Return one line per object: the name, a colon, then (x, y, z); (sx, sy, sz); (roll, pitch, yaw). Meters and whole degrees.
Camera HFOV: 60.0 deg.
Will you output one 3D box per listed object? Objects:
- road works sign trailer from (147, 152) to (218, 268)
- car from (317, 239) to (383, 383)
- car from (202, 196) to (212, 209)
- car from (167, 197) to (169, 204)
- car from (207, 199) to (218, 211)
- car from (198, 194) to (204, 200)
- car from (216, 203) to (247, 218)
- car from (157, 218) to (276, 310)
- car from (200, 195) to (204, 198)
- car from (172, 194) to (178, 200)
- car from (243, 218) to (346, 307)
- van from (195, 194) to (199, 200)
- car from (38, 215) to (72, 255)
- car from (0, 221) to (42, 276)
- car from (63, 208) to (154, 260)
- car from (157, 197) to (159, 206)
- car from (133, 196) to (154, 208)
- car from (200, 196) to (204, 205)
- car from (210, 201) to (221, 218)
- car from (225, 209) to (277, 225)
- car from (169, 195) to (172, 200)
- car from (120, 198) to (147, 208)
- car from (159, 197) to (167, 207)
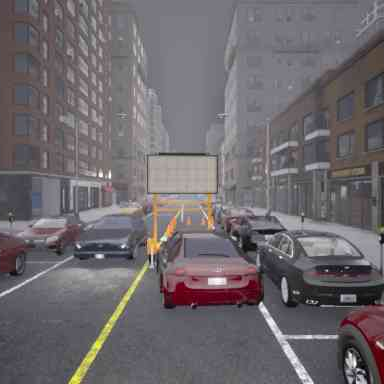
road works sign trailer: (-0.335, 0.467, 11.377); (2.380, 3.560, 2.880); (0, 0, -6)
car: (2.633, 1.440, 2.246); (1.967, 1.590, 4.097); (0, 0, 0)
car: (2.566, 1.573, 40.878); (2.008, 1.369, 4.403); (0, 0, 0)
car: (-5.487, 1.559, 57.242); (1.752, 1.417, 4.829); (0, 0, 0)
car: (2.585, 1.596, 29.840); (1.802, 1.307, 4.206); (0, 0, 0)
car: (2.538, 1.474, 57.435); (1.967, 1.590, 4.097); (0, 0, 0)
car: (2.604, 1.551, 18.802); (1.887, 1.381, 4.507); (0, 0, 0)
car: (0.211, 1.558, 7.916); (1.994, 1.385, 4.181); (1, 0, -7)
car: (2.548, 1.612, 51.916); (1.802, 1.307, 4.206); (0, 0, 0)
car: (-5.543, 1.605, 90.012); (2.008, 1.369, 4.403); (0, 0, 0)
car: (2.623, 1.551, 7.765); (2.008, 1.369, 4.403); (0, 0, 0)
van: (2.482, 1.396, 90.035); (1.690, 1.788, 3.998); (0, 0, 0)
car: (-5.411, 1.585, 13.265); (1.802, 1.307, 4.206); (0, 0, 0)
car: (-5.401, 1.582, 7.748); (1.802, 1.307, 4.206); (0, 0, 0)
car: (-2.770, 1.550, 12.644); (2.033, 1.411, 5.357); (0, 0, 0)
car: (-5.459, 1.604, 40.857); (1.802, 1.307, 4.206); (0, 0, 0)
car: (-5.449, 1.333, 35.339); (2.192, 1.841, 5.009); (0, 0, 0)
car: (2.557, 1.577, 46.397); (2.008, 1.369, 4.403); (0, 0, 0)
car: (2.595, 1.561, 24.321); (2.008, 1.369, 4.403); (0, 0, 0)
car: (2.614, 1.569, 13.283); (1.947, 1.339, 4.313); (0, 0, 0)
car: (-5.496, 1.588, 62.931); (2.008, 1.369, 4.403); (0, 0, 0)
car: (-5.435, 1.539, 29.652); (1.752, 1.417, 4.829); (0, 0, 0)
car: (-5.478, 1.470, 51.895); (1.967, 1.590, 4.097); (0, 0, 0)
